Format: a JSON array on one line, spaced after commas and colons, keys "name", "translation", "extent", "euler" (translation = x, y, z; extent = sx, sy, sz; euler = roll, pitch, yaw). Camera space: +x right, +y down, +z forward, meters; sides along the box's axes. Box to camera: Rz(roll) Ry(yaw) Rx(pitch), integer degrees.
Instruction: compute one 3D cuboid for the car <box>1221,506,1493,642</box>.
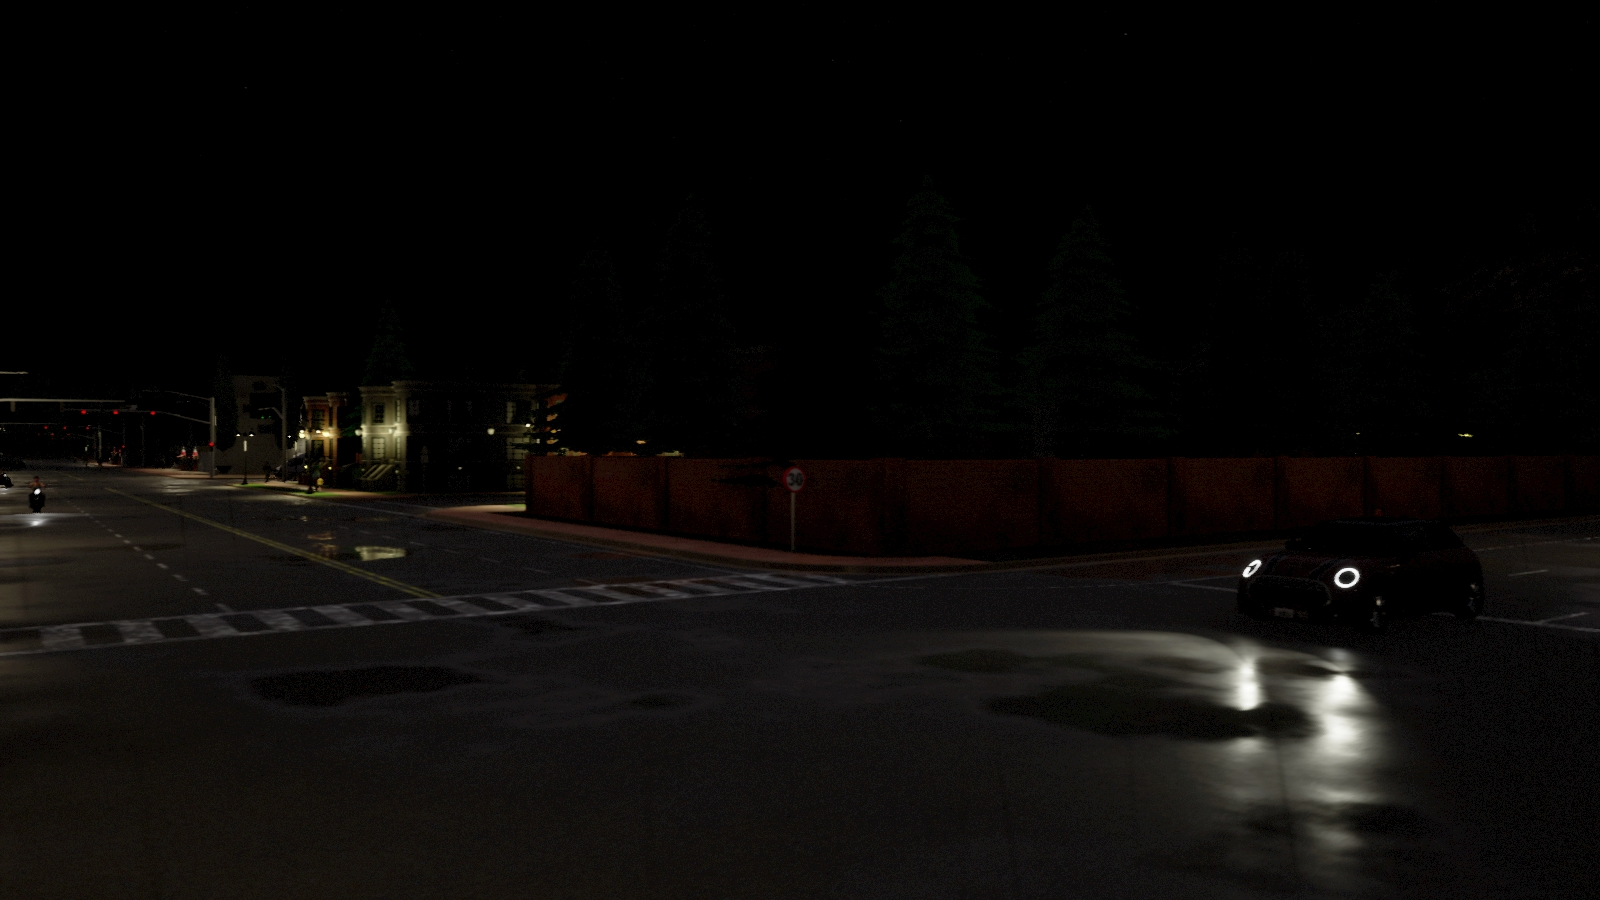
[{"name": "car", "translation": [9.224, 1.907, 18.813], "extent": [4.553, 1.767, 2.097], "euler": [0, 0, -35]}]
